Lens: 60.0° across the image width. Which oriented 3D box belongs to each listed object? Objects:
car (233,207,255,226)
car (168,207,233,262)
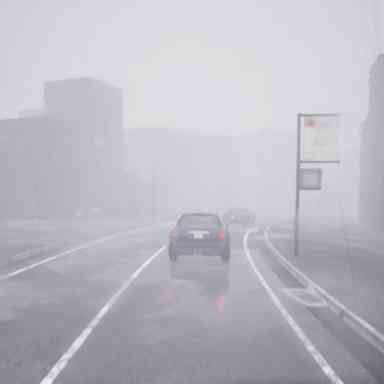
[{"bbox_3d":[3.913,1.941,27.437,1.994,1.385,4.181,2,0,23],"label":"car"},{"bbox_3d":[0.435,1.502,13.058,2.097,1.767,4.553,0,-1,6],"label":"car"}]
